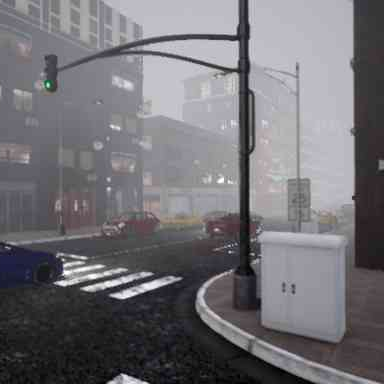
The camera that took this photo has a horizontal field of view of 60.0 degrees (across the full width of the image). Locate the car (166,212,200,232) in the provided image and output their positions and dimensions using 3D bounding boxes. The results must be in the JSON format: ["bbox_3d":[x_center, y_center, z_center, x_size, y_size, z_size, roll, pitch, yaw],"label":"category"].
[{"bbox_3d":[-0.936,2.210,25.762,1.752,1.417,4.829,-2,-2,33],"label":"car"}]

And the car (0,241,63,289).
[{"bbox_3d":[-5.417,1.798,8.322,1.994,1.385,4.181,-1,-2,33],"label":"car"}]

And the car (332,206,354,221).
[{"bbox_3d":[18.312,2.682,40.088,1.752,1.417,4.829,-2,-2,33],"label":"car"}]

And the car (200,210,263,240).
[{"bbox_3d":[2.742,2.076,20.945,1.882,1.535,5.008,-1,-2,33],"label":"car"}]

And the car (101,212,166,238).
[{"bbox_3d":[-3.842,1.998,21.270,1.967,1.590,4.097,-2,-2,33],"label":"car"}]

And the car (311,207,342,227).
[{"bbox_3d":[12.280,2.419,30.834,1.752,1.417,4.829,-2,-2,33],"label":"car"}]

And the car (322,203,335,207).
[{"bbox_3d":[29.134,3.560,72.286,2.008,1.369,4.403,-2,-2,33],"label":"car"}]

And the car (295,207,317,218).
[{"bbox_3d":[16.333,2.891,47.505,1.994,1.385,4.181,-1,-2,33],"label":"car"}]

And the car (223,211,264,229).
[{"bbox_3d":[4.670,2.416,29.634,1.895,1.301,4.718,-1,-2,33],"label":"car"}]

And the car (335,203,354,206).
[{"bbox_3d":[21.211,2.600,44.593,2.192,1.841,5.009,-2,-2,33],"label":"car"}]

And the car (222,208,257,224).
[{"bbox_3d":[5.060,2.474,35.038,1.752,1.417,4.829,-2,-2,33],"label":"car"}]

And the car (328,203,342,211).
[{"bbox_3d":[35.126,3.588,81.570,2.192,1.841,5.009,-2,-2,33],"label":"car"}]

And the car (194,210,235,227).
[{"bbox_3d":[2.154,2.387,30.542,1.947,1.339,4.313,-2,-2,33],"label":"car"}]
